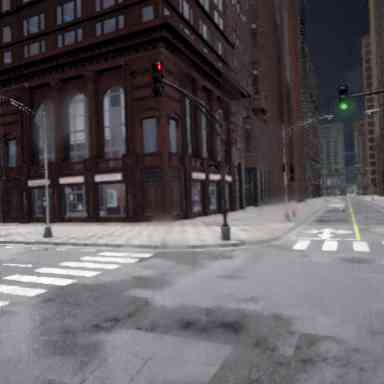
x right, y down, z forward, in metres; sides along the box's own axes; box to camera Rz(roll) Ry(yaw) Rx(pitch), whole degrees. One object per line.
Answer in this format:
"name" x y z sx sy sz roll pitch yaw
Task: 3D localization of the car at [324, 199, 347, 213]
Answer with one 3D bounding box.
"car" 15.615 1.512 36.129 1.812 1.442 4.674 -3 -1 25
